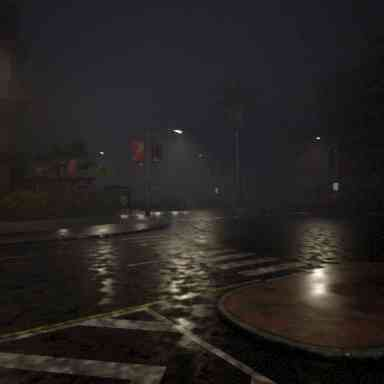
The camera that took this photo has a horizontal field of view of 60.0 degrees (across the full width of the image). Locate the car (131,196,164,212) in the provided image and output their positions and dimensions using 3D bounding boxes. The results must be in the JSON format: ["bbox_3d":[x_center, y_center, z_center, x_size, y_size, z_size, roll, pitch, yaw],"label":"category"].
[{"bbox_3d":[-5.787,1.546,39.315,2.033,1.411,5.357,0,0,-35],"label":"car"}]

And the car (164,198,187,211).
[{"bbox_3d":[-2.505,1.526,40.739,1.812,1.442,4.674,0,0,-35],"label":"car"}]

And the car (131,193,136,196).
[{"bbox_3d":[-13.431,1.220,68.429,2.150,2.045,5.566,0,0,-39],"label":"car"}]
